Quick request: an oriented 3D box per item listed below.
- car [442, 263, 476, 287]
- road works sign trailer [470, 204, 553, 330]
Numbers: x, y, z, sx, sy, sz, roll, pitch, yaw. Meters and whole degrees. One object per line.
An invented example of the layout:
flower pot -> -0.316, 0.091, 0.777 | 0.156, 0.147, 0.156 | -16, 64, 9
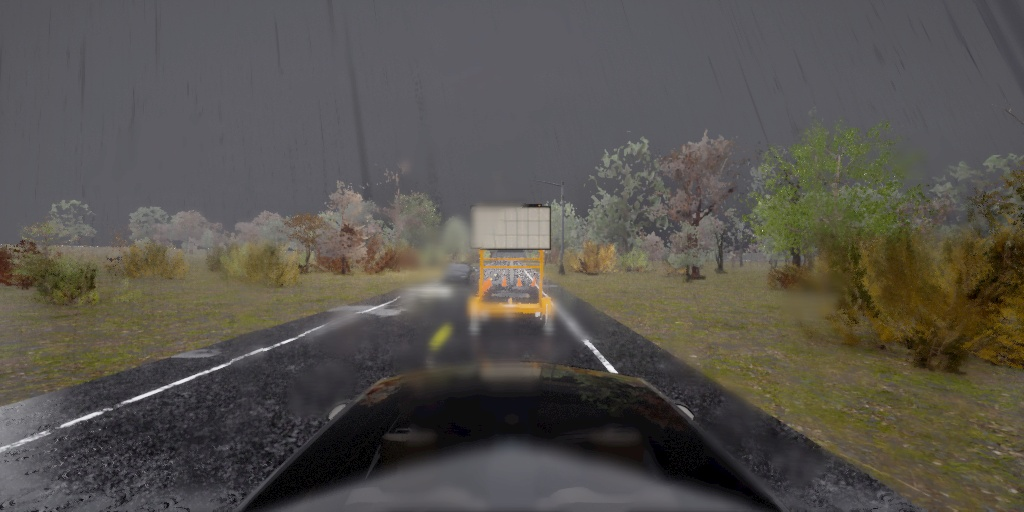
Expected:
car -> -3.519, 1.254, 24.433 | 1.837, 1.490, 4.892 | 0, 0, 0
road works sign trailer -> -0.008, 0.214, 11.042 | 2.380, 3.560, 2.880 | 0, 0, 0
